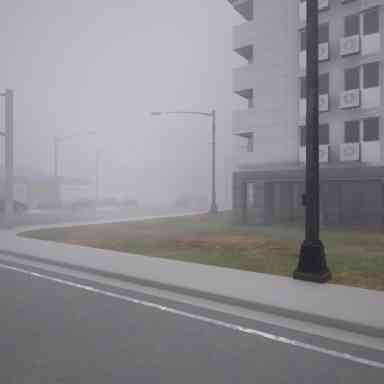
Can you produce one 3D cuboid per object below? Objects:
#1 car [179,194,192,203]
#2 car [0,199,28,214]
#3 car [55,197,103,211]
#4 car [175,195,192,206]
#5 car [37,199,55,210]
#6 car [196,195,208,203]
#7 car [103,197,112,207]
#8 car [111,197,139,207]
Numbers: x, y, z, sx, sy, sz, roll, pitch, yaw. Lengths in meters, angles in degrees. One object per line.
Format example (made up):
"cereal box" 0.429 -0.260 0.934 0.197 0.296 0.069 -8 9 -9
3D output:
"car" -1.401 1.351 69.742 2.097 1.767 4.553 0 0 -8
"car" -19.348 1.478 33.714 1.882 1.535 5.008 0 0 36
"car" -14.045 1.491 41.572 2.128 1.511 4.902 0 0 30
"car" -1.512 1.563 55.878 1.994 1.385 4.181 0 0 9
"car" -17.560 1.564 42.491 1.994 1.385 4.181 0 0 31
"car" 2.049 1.353 69.977 2.097 1.767 4.553 0 0 -8
"car" -13.337 1.478 51.662 1.882 1.535 5.008 0 0 16
"car" -9.911 1.601 50.860 1.895 1.301 4.718 0 0 16
